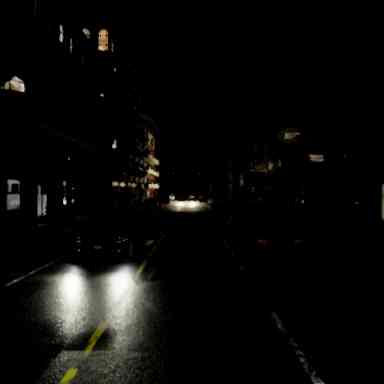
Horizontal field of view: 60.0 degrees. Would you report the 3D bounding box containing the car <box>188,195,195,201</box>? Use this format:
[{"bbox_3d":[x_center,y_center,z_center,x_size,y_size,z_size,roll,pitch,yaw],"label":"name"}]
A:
[{"bbox_3d":[-0.053,1.715,94.681,2.033,1.411,5.357,0,0,0],"label":"car"}]

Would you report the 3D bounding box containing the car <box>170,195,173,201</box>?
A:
[{"bbox_3d":[-5.738,1.525,68.870,2.192,1.841,5.009,-1,0,0],"label":"car"}]

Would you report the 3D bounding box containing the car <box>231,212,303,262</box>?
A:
[{"bbox_3d":[2.677,1.612,11.922,1.802,1.307,4.206,0,0,0],"label":"car"}]

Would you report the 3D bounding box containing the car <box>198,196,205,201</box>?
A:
[{"bbox_3d":[2.631,1.846,91.675,1.887,1.381,4.507,-1,0,0],"label":"car"}]

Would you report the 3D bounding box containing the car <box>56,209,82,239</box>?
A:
[{"bbox_3d":[-5.706,1.595,17.602,2.008,1.369,4.403,0,0,0],"label":"car"}]

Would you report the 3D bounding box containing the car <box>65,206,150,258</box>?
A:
[{"bbox_3d":[-3.012,1.513,13.104,1.882,1.535,5.008,0,0,0],"label":"car"}]

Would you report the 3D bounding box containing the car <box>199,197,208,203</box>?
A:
[{"bbox_3d":[2.638,1.805,80.282,2.008,1.369,4.403,-1,0,0],"label":"car"}]

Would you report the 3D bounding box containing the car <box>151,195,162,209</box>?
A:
[{"bbox_3d":[-5.724,1.569,46.084,1.967,1.590,4.097,0,0,0],"label":"car"}]

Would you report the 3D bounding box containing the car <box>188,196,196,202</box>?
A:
[{"bbox_3d":[-0.047,1.823,84.714,1.994,1.385,4.181,0,0,0],"label":"car"}]

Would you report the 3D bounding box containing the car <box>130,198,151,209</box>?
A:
[{"bbox_3d":[-5.716,1.618,34.522,1.752,1.417,4.829,0,0,0],"label":"car"}]

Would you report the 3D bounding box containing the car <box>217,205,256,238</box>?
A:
[{"bbox_3d":[2.674,1.595,17.619,2.008,1.369,4.403,0,0,0],"label":"car"}]

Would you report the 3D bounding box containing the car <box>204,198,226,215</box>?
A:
[{"bbox_3d":[2.664,1.644,34.709,2.008,1.369,4.403,-1,0,0],"label":"car"}]

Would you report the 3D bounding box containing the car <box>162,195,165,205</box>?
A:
[{"bbox_3d":[-5.726,1.673,51.611,1.752,1.417,4.829,-1,0,0],"label":"car"}]

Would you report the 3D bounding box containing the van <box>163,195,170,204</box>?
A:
[{"bbox_3d":[-5.734,1.530,63.175,1.690,1.788,3.998,-1,0,0],"label":"van"}]

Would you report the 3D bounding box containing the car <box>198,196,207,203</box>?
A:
[{"bbox_3d":[2.641,1.814,74.585,1.802,1.307,4.206,-1,0,0],"label":"car"}]
